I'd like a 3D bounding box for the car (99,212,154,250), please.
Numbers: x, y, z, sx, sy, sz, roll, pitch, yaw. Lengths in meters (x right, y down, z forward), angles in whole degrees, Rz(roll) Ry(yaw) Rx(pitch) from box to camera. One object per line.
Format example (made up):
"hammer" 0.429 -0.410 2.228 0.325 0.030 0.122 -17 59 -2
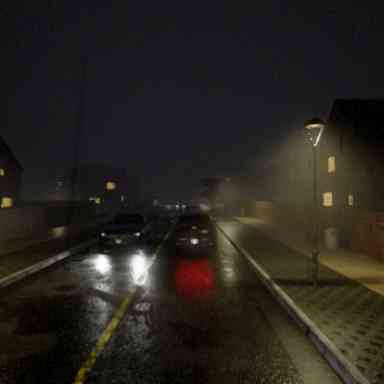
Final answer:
"car" -2.861 1.691 15.312 1.812 1.442 4.674 0 -1 0

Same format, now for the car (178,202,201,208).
"car" 0.090 1.876 28.985 2.033 1.411 5.357 0 -1 0

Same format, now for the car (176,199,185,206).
"car" -2.779 2.603 81.633 1.837 1.490 4.892 0 -1 0

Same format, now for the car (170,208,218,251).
"car" 0.095 1.663 14.917 1.837 1.490 4.892 0 -1 0

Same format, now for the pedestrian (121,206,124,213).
"pedestrian" -9.927 2.002 47.602 0.375 1.860 0.375 0 -2 5
